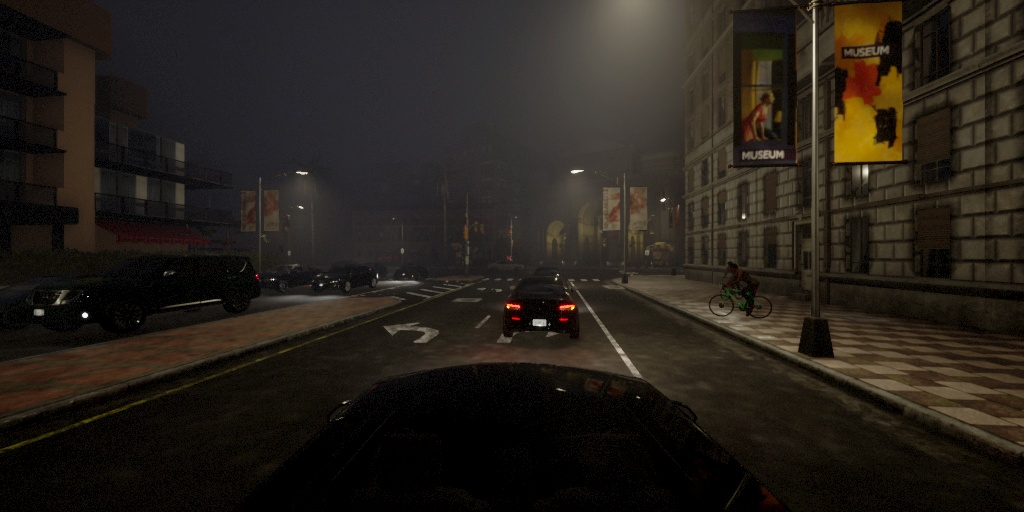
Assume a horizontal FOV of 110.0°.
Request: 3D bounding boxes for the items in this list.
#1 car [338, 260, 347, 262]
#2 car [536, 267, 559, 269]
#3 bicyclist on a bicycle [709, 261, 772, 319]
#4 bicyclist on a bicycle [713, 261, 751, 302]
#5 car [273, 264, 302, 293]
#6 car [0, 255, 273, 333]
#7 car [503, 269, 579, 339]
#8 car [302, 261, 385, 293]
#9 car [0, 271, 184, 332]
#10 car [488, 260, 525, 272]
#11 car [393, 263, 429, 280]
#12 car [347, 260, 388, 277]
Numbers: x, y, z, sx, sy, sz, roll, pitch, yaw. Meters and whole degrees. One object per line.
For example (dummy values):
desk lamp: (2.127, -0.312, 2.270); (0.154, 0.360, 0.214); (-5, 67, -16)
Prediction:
car: (-18.934, 1.227, 41.685); (5.008, 1.535, 1.882); (0, 0, 26)
car: (1.888, 1.276, 18.884); (1.812, 1.442, 4.674); (0, 0, 6)
bicyclist on a bicycle: (6.835, 1.051, 10.769); (1.656, 1.620, 0.582); (0, 0, 22)
bicyclist on a bicycle: (9.246, 1.050, 15.035); (1.656, 1.620, 0.582); (0, 0, -28)
car: (-13.159, 1.241, 21.095); (2.128, 1.511, 4.902); (0, 0, 6)
car: (-10.733, 0.971, 11.157); (2.150, 2.045, 5.566); (0, 0, 8)
car: (0.859, 1.276, 10.039); (1.812, 1.442, 4.674); (0, 0, 7)
car: (-9.632, 1.255, 21.012); (1.837, 1.490, 4.892); (0, 0, 7)
car: (-14.225, 1.297, 11.573); (2.033, 1.411, 5.357); (0, 0, 7)
car: (-0.690, 1.275, 44.494); (4.674, 1.442, 1.812); (0, 0, 7)
car: (-8.656, 1.314, 31.025); (1.994, 1.385, 4.181); (0, 0, 3)
car: (-12.405, 1.297, 31.491); (2.033, 1.411, 5.357); (0, 0, -4)
